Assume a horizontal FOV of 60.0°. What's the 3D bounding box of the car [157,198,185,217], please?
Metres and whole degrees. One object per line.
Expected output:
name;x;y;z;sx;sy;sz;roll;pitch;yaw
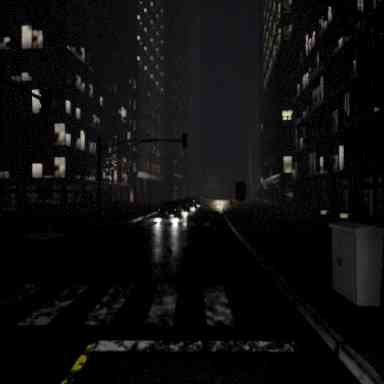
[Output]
car;-2.029;1.531;31.048;1.812;1.442;4.674;0;0;4

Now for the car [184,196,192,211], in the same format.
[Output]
car;-1.358;1.528;40.025;1.812;1.442;4.674;0;0;5

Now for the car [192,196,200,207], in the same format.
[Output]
car;-0.443;1.346;49.857;2.097;1.767;4.553;0;0;6

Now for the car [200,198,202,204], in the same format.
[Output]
car;0.779;1.529;60.344;2.033;1.411;5.357;0;0;8
